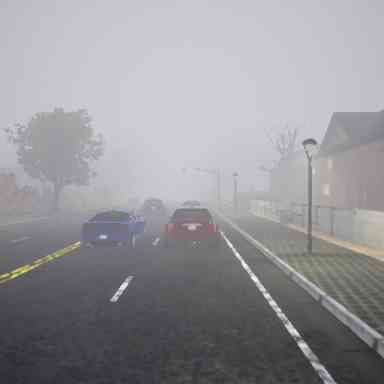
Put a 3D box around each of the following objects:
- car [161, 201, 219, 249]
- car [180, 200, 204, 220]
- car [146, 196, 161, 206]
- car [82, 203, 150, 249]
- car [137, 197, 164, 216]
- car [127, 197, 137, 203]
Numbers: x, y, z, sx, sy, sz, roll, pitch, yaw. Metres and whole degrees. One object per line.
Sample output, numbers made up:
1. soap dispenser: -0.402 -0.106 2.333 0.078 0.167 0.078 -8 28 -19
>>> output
1. car: 0.000 1.369 14.621 2.097 1.767 4.553 0 0 0
2. car: 0.000 1.494 29.653 1.882 1.535 5.008 0 0 0
3. car: -6.501 1.546 56.655 1.882 1.535 5.008 0 0 0
4. car: -3.250 1.487 14.651 1.882 1.535 5.008 0 0 0
5. car: -3.250 1.375 29.623 2.097 1.767 4.553 0 0 0
6. car: -9.750 1.637 56.655 2.033 1.411 5.357 0 0 0
